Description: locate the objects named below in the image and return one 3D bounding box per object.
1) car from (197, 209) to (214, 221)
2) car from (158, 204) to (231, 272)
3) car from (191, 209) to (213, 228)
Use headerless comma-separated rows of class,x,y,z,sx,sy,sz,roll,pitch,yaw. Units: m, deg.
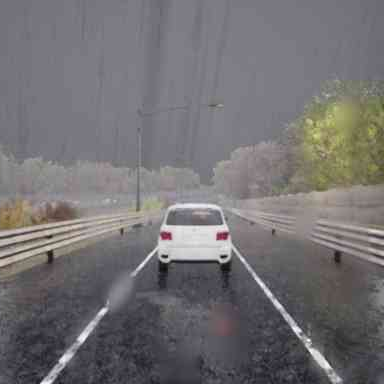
car,1.885,3.001,44.577,2.033,1.411,5.357,0,-2,4
car,0.117,1.431,11.667,2.150,2.045,5.566,0,-1,1
car,0.978,2.416,31.267,1.882,1.535,5.008,0,-3,3
